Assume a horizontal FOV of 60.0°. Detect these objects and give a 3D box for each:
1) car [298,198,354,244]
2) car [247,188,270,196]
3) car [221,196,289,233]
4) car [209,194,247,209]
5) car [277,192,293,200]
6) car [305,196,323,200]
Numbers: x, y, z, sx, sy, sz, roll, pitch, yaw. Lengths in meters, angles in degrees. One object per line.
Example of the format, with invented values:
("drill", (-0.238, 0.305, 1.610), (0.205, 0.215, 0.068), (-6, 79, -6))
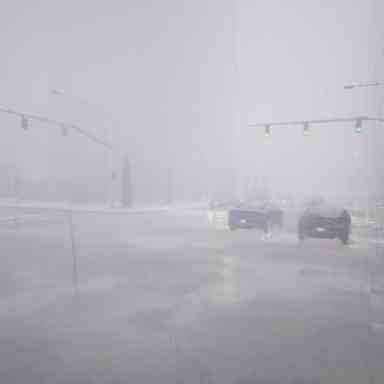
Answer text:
("car", (6.093, 1.271, 14.981), (1.882, 1.535, 5.008), (1, 1, 28))
("car", (8.378, 0.532, 42.332), (2.150, 2.045, 5.566), (1, 1, 28))
("car", (3.524, 1.186, 17.620), (1.882, 1.535, 5.008), (1, 1, 28))
("car", (3.366, 0.911, 32.810), (2.128, 1.511, 4.902), (1, 1, 28))
("car", (15.610, 0.699, 56.025), (2.033, 1.411, 5.357), (1, 1, 28))
("car", (13.901, 1.079, 37.443), (1.895, 1.301, 4.718), (1, 1, 28))
